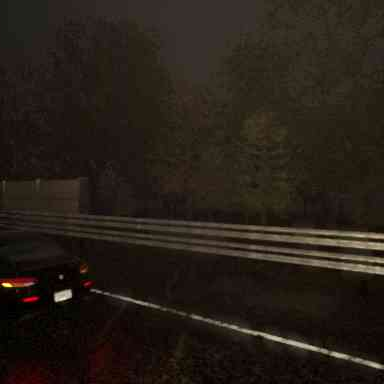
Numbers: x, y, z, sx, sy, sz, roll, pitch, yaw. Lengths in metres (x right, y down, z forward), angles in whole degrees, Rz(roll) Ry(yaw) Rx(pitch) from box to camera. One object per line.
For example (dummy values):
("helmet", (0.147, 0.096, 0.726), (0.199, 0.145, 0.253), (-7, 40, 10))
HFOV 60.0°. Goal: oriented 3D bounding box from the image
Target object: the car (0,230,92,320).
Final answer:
("car", (-3.971, 1.518, 6.728), (4.674, 1.442, 1.812), (0, 0, 35))
